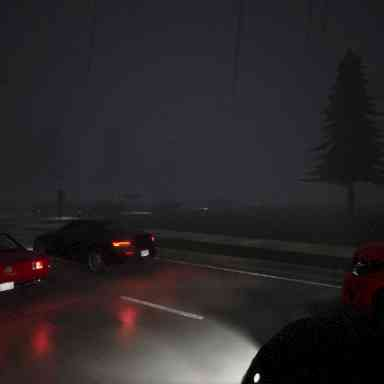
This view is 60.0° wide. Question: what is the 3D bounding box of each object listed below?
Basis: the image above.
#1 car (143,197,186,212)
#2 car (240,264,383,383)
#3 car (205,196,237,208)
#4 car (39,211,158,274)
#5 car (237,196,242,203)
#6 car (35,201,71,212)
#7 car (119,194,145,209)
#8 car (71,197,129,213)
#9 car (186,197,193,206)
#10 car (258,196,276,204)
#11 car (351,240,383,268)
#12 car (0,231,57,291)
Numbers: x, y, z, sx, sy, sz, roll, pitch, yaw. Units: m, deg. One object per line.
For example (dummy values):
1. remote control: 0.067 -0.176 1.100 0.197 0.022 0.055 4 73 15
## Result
1. car: -3.136 1.526 38.642 1.812 1.442 4.674 0 0 37
2. car: 2.404 1.564 2.258 4.181 1.385 1.994 0 0 36
3. car: 3.992 1.546 48.267 2.033 1.411 5.357 0 0 37
4. car: -3.162 1.526 10.578 4.674 1.442 1.812 0 0 36
5. car: 8.127 1.481 65.430 1.882 1.535 5.008 0 0 37
6. car: -14.174 1.601 35.534 1.895 1.301 4.718 0 0 37
7. car: -8.362 1.221 43.376 2.150 2.045 5.566 0 0 37
8. car: -8.551 1.526 31.333 1.812 1.442 4.674 0 0 36
9. car: -1.654 1.526 52.386 1.812 1.442 4.674 0 0 36
10. car: 13.914 1.513 61.477 1.882 1.535 5.008 0 0 37
11. car: 5.164 1.223 4.576 5.566 2.045 2.150 0 0 36
12. car: -5.497 1.601 7.949 4.718 1.301 1.895 0 0 36
